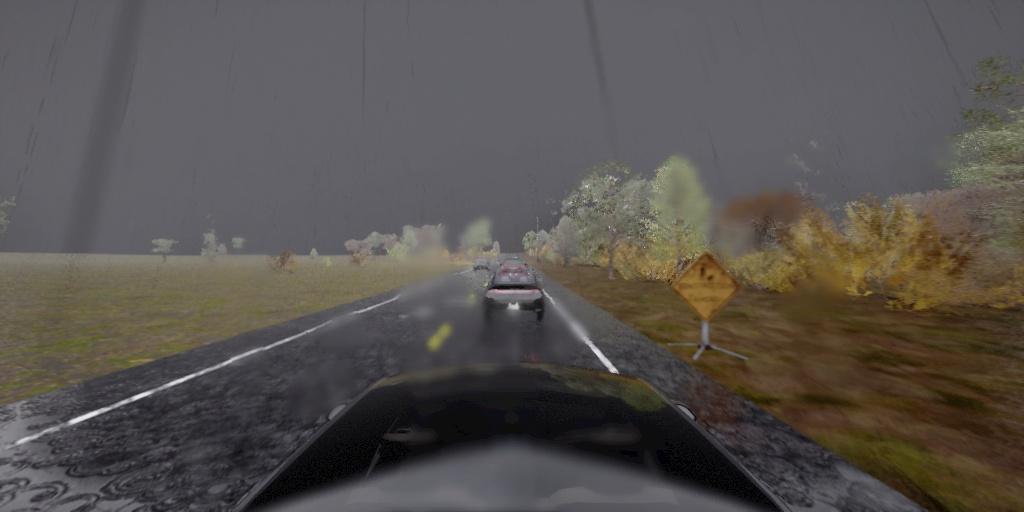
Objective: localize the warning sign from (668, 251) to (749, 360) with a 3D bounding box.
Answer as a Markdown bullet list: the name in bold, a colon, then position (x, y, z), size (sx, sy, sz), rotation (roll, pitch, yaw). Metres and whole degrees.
- **warning sign**: position (3.550, 0.839, 6.592), size (1.300, 1.860, 1.060), rotation (0, 0, 0)

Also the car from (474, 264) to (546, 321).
- **car**: position (0.084, 1.183, 12.181), size (2.128, 1.511, 4.902), rotation (0, 0, 0)

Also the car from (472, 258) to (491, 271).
- **car**: position (-3.591, 1.004, 43.044), size (1.837, 1.490, 4.892), rotation (0, 1, 0)

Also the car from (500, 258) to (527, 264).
- **car**: position (0.083, 0.951, 27.851), size (2.097, 1.767, 4.553), rotation (0, 0, 0)
